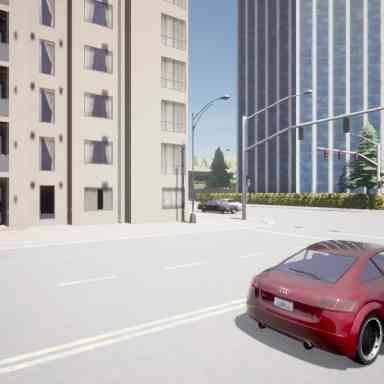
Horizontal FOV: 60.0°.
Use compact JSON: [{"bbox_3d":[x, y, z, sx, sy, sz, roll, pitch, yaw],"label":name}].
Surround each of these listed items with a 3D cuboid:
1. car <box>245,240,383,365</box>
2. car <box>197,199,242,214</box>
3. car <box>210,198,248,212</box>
[{"bbox_3d":[2.947,1.564,5.881,4.181,1.385,1.994,0,0,-35],"label":"car"},{"bbox_3d":[2.695,1.547,35.638,2.033,1.411,5.357,0,0,-35],"label":"car"},{"bbox_3d":[4.299,1.526,39.501,1.812,1.442,4.674,0,0,-35],"label":"car"}]
